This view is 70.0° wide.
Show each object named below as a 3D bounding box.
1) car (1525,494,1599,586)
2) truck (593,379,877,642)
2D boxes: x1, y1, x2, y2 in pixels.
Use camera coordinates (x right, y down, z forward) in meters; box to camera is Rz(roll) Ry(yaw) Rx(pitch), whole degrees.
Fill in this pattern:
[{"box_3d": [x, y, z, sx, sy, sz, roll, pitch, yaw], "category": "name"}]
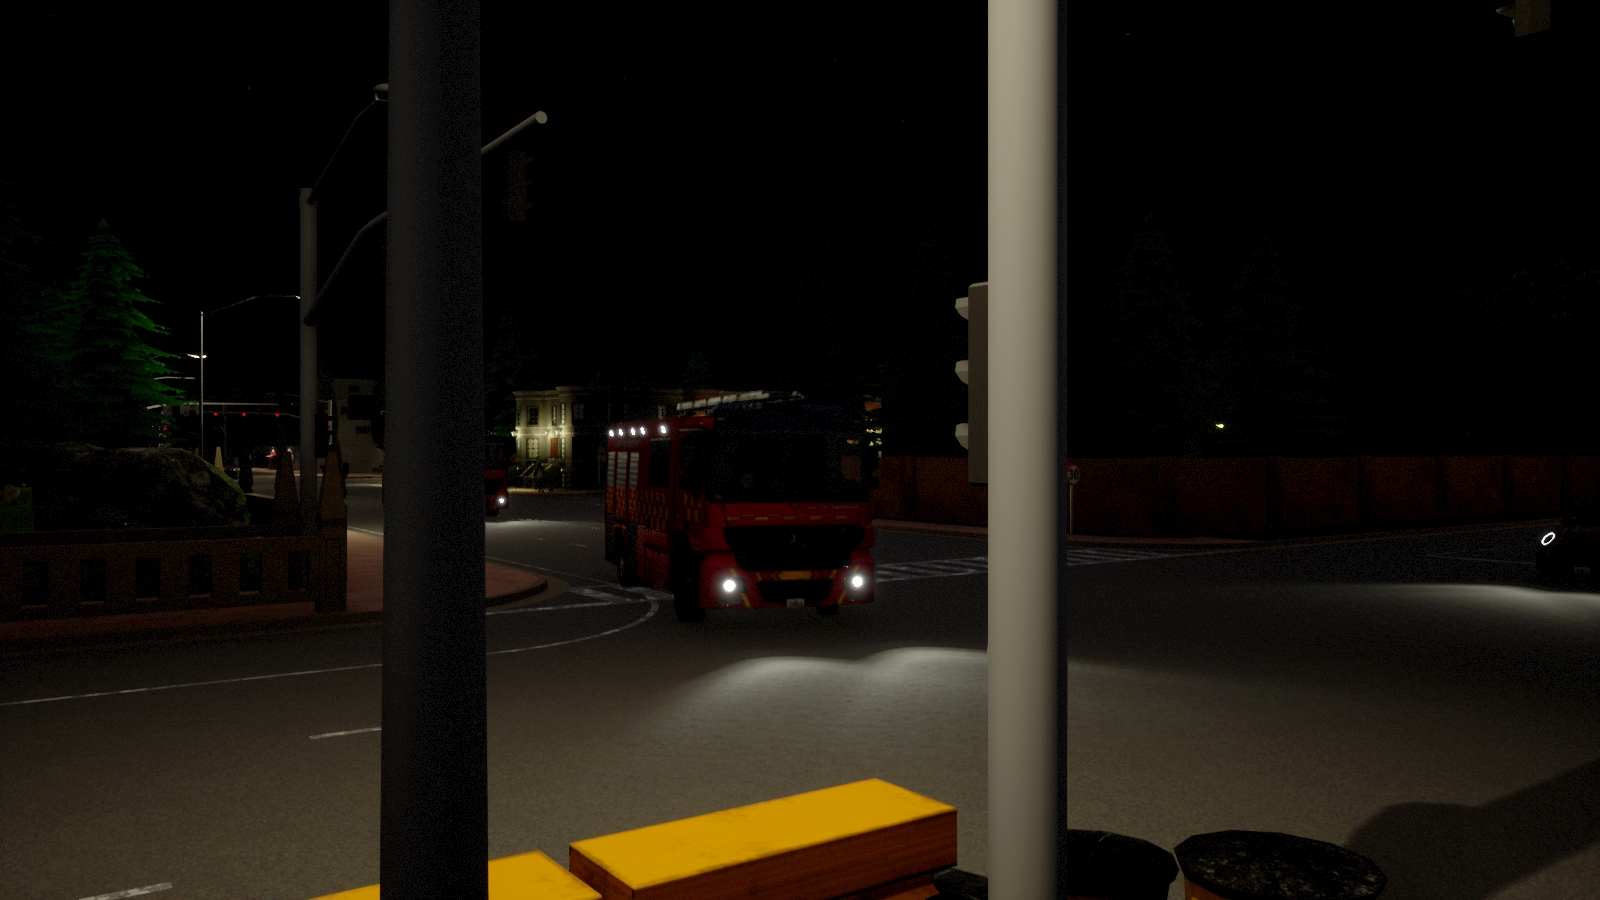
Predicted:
[{"box_3d": [18.010, 1.906, 24.946, 4.553, 1.767, 2.097, 0, 0, -35], "category": "car"}, {"box_3d": [-1.636, 0.890, 21.110, 2.891, 3.827, 8.468, 1, 0, -20], "category": "truck"}]
